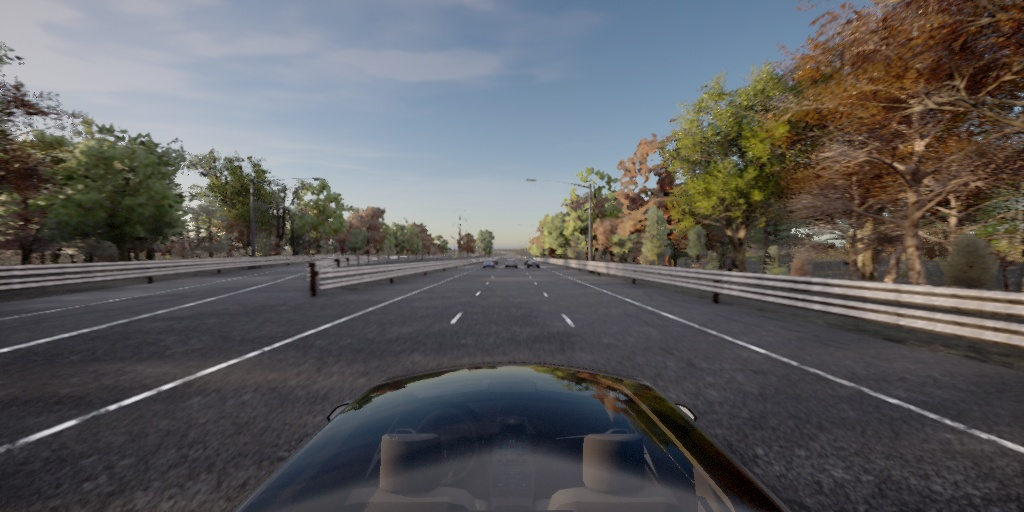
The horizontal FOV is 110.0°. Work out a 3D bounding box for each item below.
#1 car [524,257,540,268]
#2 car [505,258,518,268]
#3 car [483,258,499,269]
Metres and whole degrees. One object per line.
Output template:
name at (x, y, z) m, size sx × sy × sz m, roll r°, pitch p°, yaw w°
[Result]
car at (3.396, 1.231, 57.405) m, size 1.812 × 1.442 × 4.674 m, roll 0°, pitch 0°, yaw 0°
car at (-0.104, 1.271, 57.398) m, size 1.994 × 1.385 × 4.181 m, roll 0°, pitch 0°, yaw 0°
car at (-3.604, 1.256, 56.976) m, size 2.033 × 1.411 × 5.357 m, roll 0°, pitch 0°, yaw 0°
